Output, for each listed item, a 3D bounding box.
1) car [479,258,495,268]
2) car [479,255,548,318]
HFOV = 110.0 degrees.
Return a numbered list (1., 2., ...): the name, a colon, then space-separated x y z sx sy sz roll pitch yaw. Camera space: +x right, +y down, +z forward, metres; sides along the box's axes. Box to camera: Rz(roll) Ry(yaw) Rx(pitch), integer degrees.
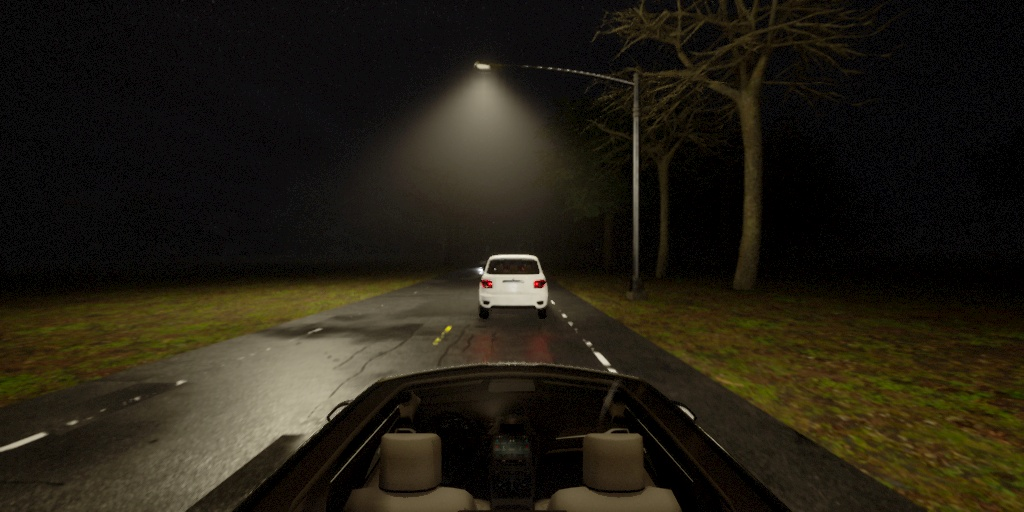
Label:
1. car: -3.574 0.980 52.207 1.895 1.301 4.718 0 1 0
2. car: 0.062 0.974 13.175 2.150 2.045 5.566 0 0 0
